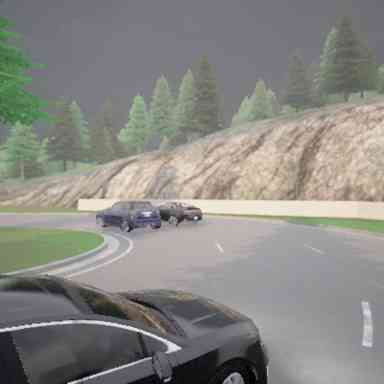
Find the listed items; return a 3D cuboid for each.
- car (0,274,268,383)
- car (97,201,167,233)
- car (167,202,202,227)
[{"bbox_3d":[-1.389,1.502,2.698,4.892,1.490,1.837,0,2,-39],"label":"car"},{"bbox_3d":[-3.845,1.287,19.658,2.097,1.767,4.553,-1,1,-41],"label":"car"},{"bbox_3d":[-1.472,1.400,22.336,2.128,1.511,4.902,0,0,-44],"label":"car"}]
